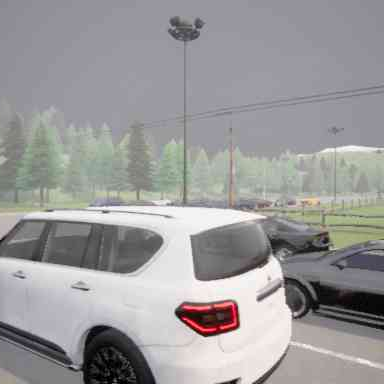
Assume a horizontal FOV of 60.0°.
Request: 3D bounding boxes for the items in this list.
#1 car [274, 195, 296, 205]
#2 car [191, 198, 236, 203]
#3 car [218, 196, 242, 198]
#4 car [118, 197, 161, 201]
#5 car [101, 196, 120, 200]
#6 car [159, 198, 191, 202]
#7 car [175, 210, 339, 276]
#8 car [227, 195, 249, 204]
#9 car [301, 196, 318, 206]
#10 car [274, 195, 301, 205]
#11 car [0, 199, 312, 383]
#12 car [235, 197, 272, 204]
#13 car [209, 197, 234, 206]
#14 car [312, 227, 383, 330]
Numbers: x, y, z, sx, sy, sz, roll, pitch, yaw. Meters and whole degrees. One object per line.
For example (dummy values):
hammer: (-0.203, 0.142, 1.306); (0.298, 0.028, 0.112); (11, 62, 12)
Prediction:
car: (16.072, 1.340, 57.328); (2.097, 1.767, 4.553); (0, 0, 36)
car: (2.158, 1.553, 32.281); (1.994, 1.385, 4.181); (0, 0, 36)
car: (4.199, 1.551, 41.068); (1.994, 1.385, 4.181); (0, 0, 36)
car: (-6.078, 1.547, 38.812); (1.994, 1.385, 4.181); (0, 0, 36)
car: (-10.005, 1.333, 39.308); (2.097, 1.767, 4.553); (0, 0, 35)
car: (-0.970, 1.588, 33.922); (1.895, 1.301, 4.718); (0, 0, 33)
car: (2.000, 1.475, 11.077); (5.008, 1.535, 1.882); (0, 0, 35)
car: (9.092, 1.472, 65.531); (2.128, 1.511, 4.902); (0, 0, 37)
car: (19.815, 1.467, 56.525); (1.882, 1.535, 5.008); (0, 0, 36)
car: (13.418, 1.481, 47.783); (2.128, 1.511, 4.902); (0, 0, 36)
car: (-1.432, 1.219, 4.855); (5.566, 2.045, 2.150); (0, 0, 34)
car: (7.298, 1.590, 39.375); (1.895, 1.301, 4.718); (0, 0, 36)
car: (4.794, 1.509, 53.762); (1.812, 1.442, 4.674); (0, 0, 36)
car: (3.294, 1.563, 5.929); (4.181, 1.385, 1.994); (0, 0, 35)
